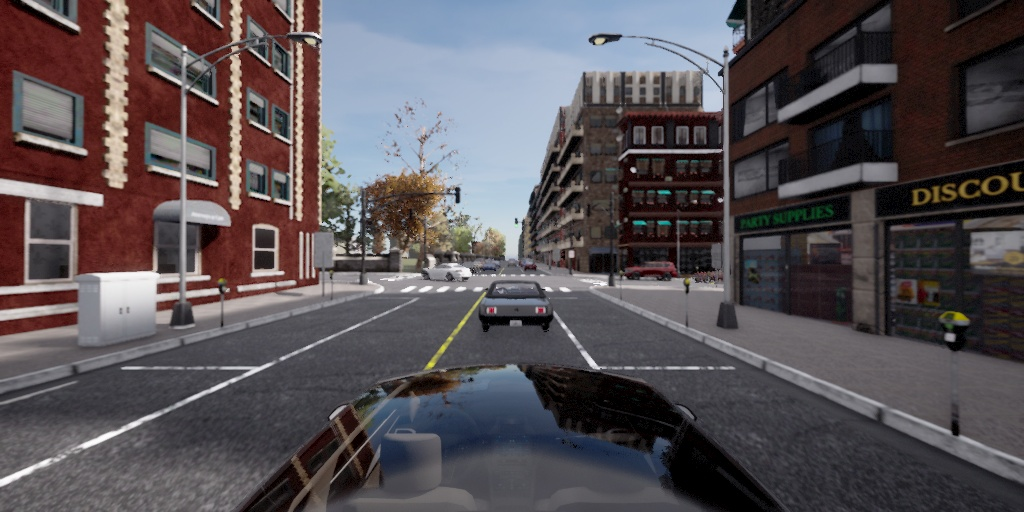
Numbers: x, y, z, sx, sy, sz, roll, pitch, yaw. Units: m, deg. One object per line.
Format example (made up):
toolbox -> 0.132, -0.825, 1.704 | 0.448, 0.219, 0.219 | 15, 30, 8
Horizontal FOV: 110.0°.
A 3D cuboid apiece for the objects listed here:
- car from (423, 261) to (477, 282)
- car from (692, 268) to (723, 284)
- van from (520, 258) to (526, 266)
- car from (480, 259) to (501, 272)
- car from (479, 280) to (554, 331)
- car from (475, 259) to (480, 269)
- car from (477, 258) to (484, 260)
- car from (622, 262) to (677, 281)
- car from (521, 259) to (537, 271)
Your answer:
car -> -5.517, 1.348, 30.240 | 4.674, 1.442, 1.812 | 0, -1, 37
car -> 18.858, 1.756, 32.549 | 4.674, 1.442, 1.812 | 1, 0, -1
van -> 2.688, 1.311, 58.685 | 1.690, 1.789, 3.998 | 0, 0, 0
car -> -3.090, 1.481, 50.620 | 2.033, 1.411, 5.357 | 0, 0, 0
car -> 0.099, 1.381, 11.100 | 1.895, 1.301, 4.718 | 0, 0, 0
car -> -5.692, 1.486, 47.424 | 1.948, 1.339, 4.313 | 0, 0, 0
car -> -5.692, 1.495, 58.515 | 1.751, 1.417, 4.829 | 0, 0, 0
car -> 13.448, 1.466, 35.083 | 5.009, 1.841, 2.192 | 0, 0, -1
car -> 2.688, 1.490, 53.055 | 1.888, 1.381, 4.507 | 0, 0, 0
